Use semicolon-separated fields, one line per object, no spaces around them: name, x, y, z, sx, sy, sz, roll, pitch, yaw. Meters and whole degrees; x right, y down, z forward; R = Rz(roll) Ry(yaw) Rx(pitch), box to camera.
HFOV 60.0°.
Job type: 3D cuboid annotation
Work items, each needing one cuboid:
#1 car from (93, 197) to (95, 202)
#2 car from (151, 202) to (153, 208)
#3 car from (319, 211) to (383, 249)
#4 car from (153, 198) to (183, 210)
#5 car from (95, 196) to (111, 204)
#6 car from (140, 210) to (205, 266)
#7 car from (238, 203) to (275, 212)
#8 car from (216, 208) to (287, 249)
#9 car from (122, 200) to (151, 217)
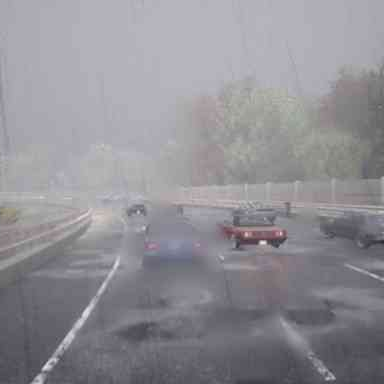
car;-25.639;1.883;90.744;1.837;1.490;4.892;0;0;-6
car;-4.578;1.656;48.499;1.812;1.442;4.674;0;0;-26
car;7.418;1.515;14.367;2.033;1.411;5.357;0;0;-3
car;-2.340;1.563;34.180;1.882;1.535;5.008;0;0;-18
car;-19.843;1.784;75.255;1.882;1.535;5.008;0;0;-29
car;-0.756;1.577;11.674;2.033;1.411;5.357;0;0;-7
car;4.210;1.503;23.434;2.128;1.511;4.902;0;0;-11
car;2.360;1.611;14.618;1.895;1.301;4.718;0;0;-8
car;-5.765;1.617;33.314;1.837;1.490;4.892;0;0;-19
